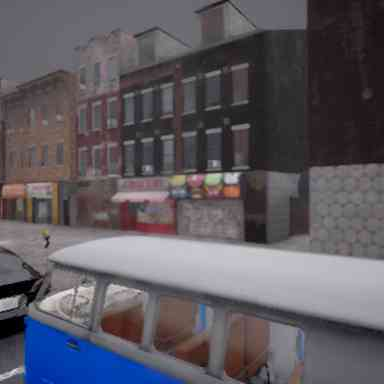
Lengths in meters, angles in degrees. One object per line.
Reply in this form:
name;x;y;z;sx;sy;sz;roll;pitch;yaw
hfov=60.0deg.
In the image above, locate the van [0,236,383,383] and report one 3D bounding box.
van;0.277;1.344;2.622;3.998;1.788;1.690;0;-1;35
